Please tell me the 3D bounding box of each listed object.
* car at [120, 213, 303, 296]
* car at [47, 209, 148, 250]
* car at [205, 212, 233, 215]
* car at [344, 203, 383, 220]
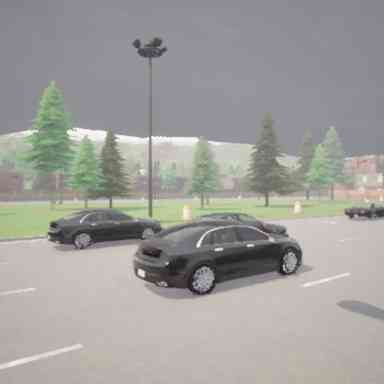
[{"bbox_3d":[0.867,1.497,8.674,4.892,1.490,1.837,-1,0,-35],"label":"car"},{"bbox_3d":[-3.624,1.497,14.426,4.892,1.490,1.837,-1,1,-36],"label":"car"},{"bbox_3d":[1.532,1.532,13.439,5.357,1.411,2.033,0,0,-35],"label":"car"},{"bbox_3d":[14.704,1.553,27.431,4.718,1.301,1.895,0,0,-35],"label":"car"}]
